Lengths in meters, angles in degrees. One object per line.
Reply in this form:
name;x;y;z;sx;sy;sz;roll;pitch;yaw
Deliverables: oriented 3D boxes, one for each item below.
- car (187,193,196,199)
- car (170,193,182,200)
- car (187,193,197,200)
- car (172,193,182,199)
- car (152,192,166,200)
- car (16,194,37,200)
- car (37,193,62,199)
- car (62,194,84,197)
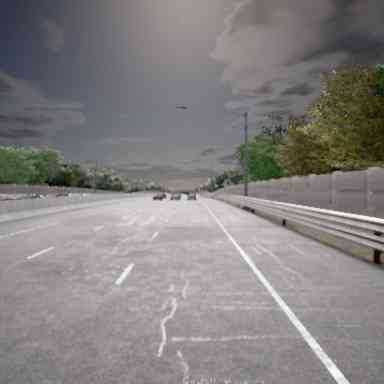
car;-0.019;0.888;78.982;2.033;1.411;5.357;0;0;0
car;-3.517;1.003;68.528;2.033;1.411;5.357;0;0;0
car;-0.017;0.989;68.979;1.812;1.442;4.674;0;0;0
car;-3.519;0.900;78.981;1.994;1.385;4.181;0;0;0
car;-7.017;1.059;69.007;1.895;1.301;4.718;0;0;0
car;-24.542;1.026;50.509;2.033;1.411;5.357;0;0;1
car;-21.055;0.955;50.641;1.882;1.535;5.008;0;0;1
car;-17.554;1.004;50.629;1.812;1.442;4.674;0;0;1
